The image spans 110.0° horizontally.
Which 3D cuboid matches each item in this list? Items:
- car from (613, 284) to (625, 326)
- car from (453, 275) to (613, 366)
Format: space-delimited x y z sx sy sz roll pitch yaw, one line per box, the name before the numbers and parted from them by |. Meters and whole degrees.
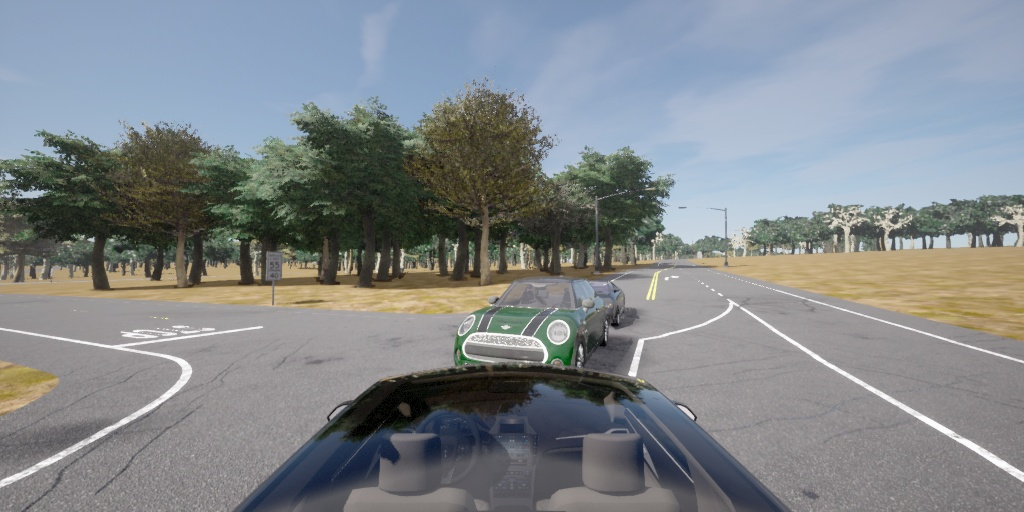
car | 2.912 1.555 12.880 1.994 1.385 4.181 -2 0 22
car | 0.685 1.222 7.448 2.097 1.767 4.553 -1 -2 22
